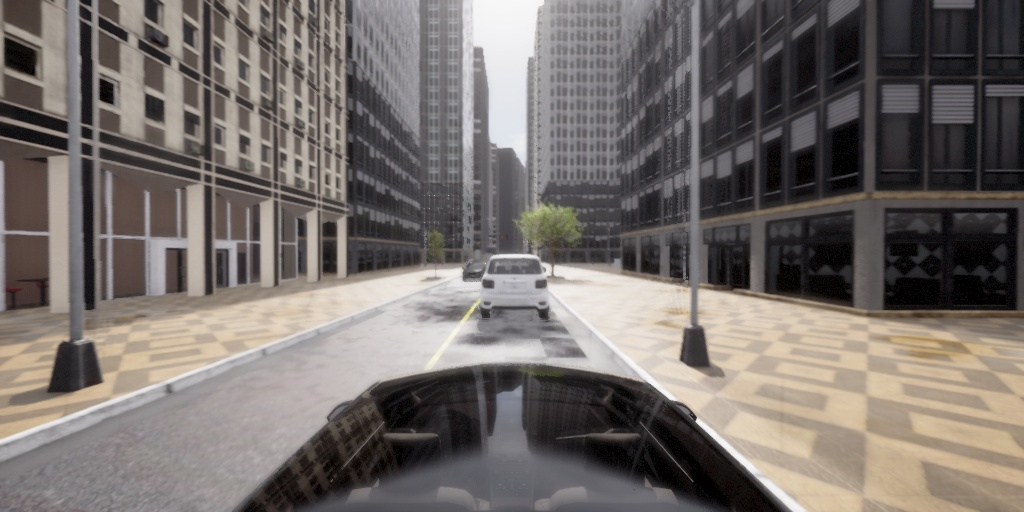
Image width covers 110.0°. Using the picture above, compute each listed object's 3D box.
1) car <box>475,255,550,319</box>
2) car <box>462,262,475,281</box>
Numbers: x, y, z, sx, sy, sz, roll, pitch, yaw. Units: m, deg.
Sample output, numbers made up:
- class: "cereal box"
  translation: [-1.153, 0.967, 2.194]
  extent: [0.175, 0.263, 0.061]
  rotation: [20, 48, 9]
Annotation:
- class: "car"
  translation: [0.089, 0.987, 12.993]
  extent: [2.150, 2.045, 5.566]
  rotation: [0, 0, 0]
- class: "car"
  translation: [-3.098, 1.303, 30.533]
  extent: [1.837, 1.490, 4.892]
  rotation: [0, 0, 0]
